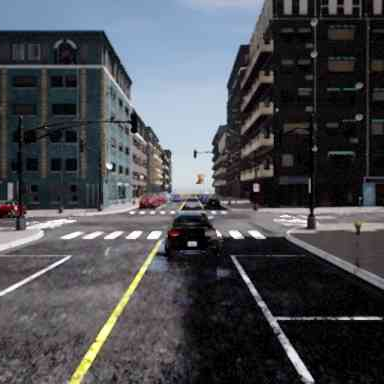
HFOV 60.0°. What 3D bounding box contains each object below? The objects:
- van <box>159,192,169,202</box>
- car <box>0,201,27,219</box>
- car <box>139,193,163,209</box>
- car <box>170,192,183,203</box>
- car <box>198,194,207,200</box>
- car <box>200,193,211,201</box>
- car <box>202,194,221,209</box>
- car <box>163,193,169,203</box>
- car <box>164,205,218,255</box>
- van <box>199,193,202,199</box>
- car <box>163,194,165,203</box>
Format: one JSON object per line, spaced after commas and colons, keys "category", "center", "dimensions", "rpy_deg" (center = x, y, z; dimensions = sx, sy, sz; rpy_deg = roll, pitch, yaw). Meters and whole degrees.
{"category": "van", "center": [-5.314, 0.981, 63.607], "dimensions": [1.690, 1.788, 3.998], "rpy_deg": [0, 0, 0]}
{"category": "car", "center": [-16.916, 1.480, 29.241], "dimensions": [4.097, 1.590, 1.967], "rpy_deg": [-1, 1, 0]}
{"category": "car", "center": [-5.314, 1.086, 41.399], "dimensions": [2.192, 1.841, 5.009], "rpy_deg": [0, 0, 0]}
{"category": "car", "center": [-2.794, 1.010, 60.521], "dimensions": [2.097, 1.767, 4.553], "rpy_deg": [0, 0, 1]}
{"category": "car", "center": [2.566, 1.090, 80.265], "dimensions": [2.008, 1.369, 4.403], "rpy_deg": [0, 0, 0]}
{"category": "car", "center": [2.566, 1.288, 52.505], "dimensions": [1.802, 1.307, 4.206], "rpy_deg": [0, 0, 0]}
{"category": "car", "center": [2.566, 1.337, 41.401], "dimensions": [1.947, 1.339, 4.313], "rpy_deg": [0, 0, 0]}
{"category": "car", "center": [-5.314, 1.218, 58.056], "dimensions": [1.887, 1.381, 4.507], "rpy_deg": [0, 0, 0]}
{"category": "car", "center": [-0.081, 1.456, 12.790], "dimensions": [1.812, 1.442, 4.674], "rpy_deg": [0, 0, -2]}
{"category": "van", "center": [2.567, 1.014, 58.056], "dimensions": [1.690, 1.788, 3.998], "rpy_deg": [0, 0, 0]}
{"category": "car", "center": [-5.314, 1.284, 46.952], "dimensions": [1.887, 1.381, 4.507], "rpy_deg": [0, 0, 0]}
